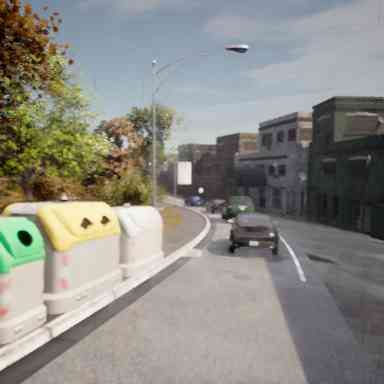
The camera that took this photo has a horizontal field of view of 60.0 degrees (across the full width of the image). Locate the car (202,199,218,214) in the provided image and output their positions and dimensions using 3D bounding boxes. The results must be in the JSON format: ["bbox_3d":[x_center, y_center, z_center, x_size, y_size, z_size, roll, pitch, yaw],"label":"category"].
[{"bbox_3d":[2.823,1.590,37.945,1.837,1.490,4.892,0,1,-9],"label":"car"}]

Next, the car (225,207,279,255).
[{"bbox_3d":[2.580,1.604,14.129,1.837,1.490,4.892,1,-1,9],"label":"car"}]

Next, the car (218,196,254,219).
[{"bbox_3d":[3.692,1.358,27.429,2.150,2.045,5.566,0,0,-1],"label":"car"}]

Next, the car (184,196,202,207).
[{"bbox_3d":[0.242,1.326,49.154,1.812,1.442,4.674,-1,2,-19],"label":"car"}]
